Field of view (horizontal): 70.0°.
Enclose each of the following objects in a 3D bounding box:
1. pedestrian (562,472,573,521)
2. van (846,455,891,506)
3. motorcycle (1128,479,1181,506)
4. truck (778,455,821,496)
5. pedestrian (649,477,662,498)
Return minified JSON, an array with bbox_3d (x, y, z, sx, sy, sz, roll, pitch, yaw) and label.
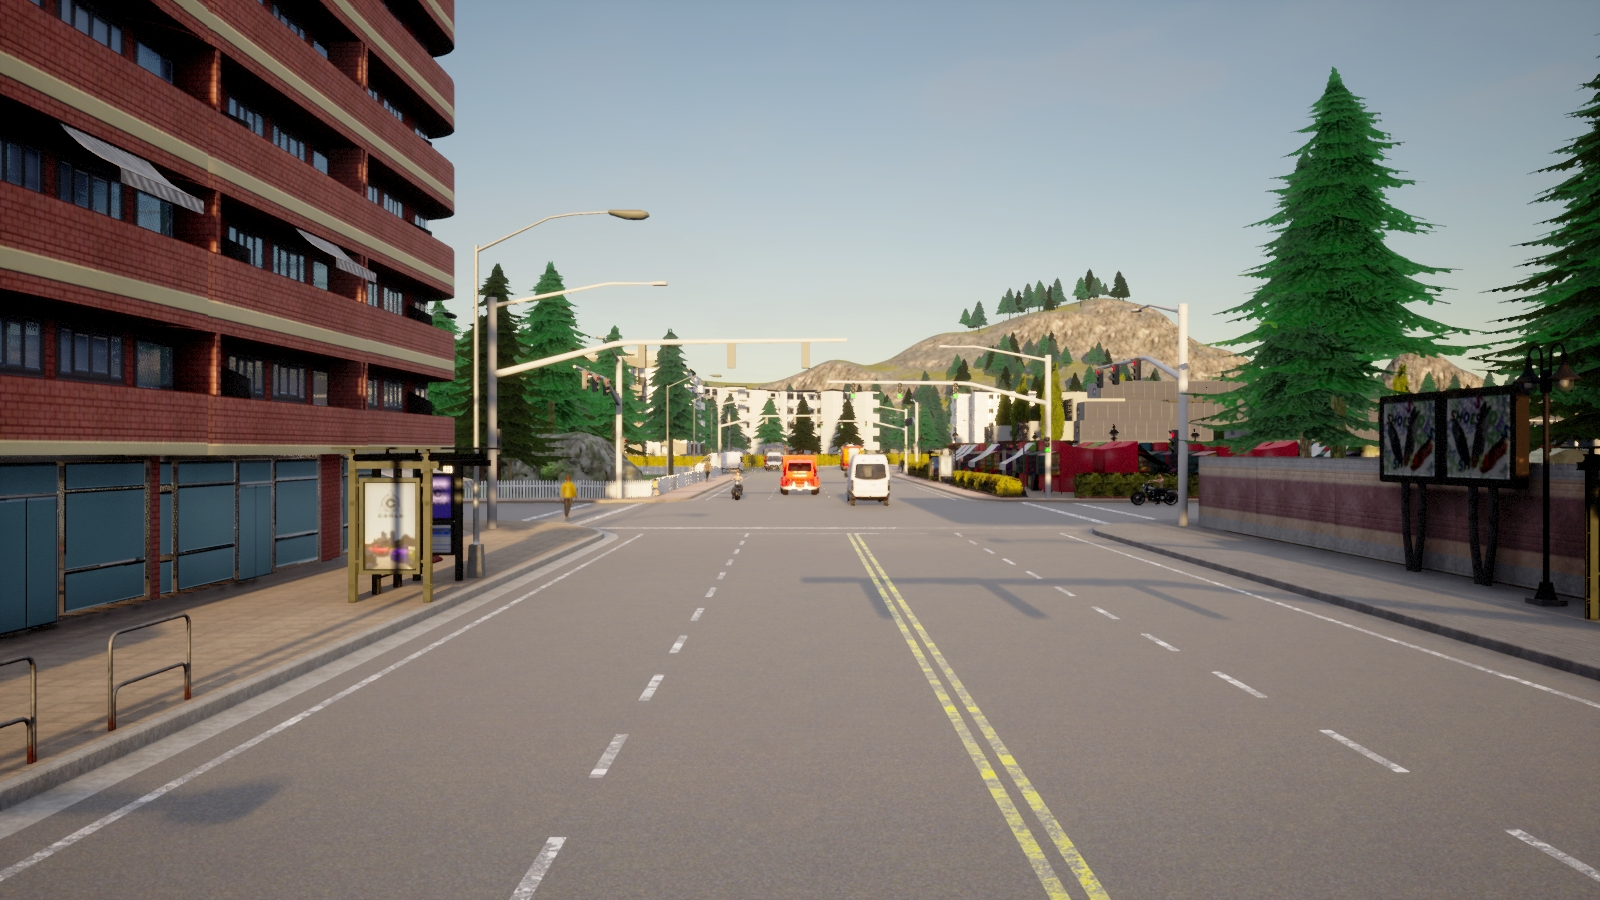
[{"bbox_3d":[-8.967,1.795,44.000,0.375,1.860,0.375,0,0,-7],"label":"pedestrian"},{"bbox_3d":[3.502,1.525,59.499,1.988,2.561,5.915,0,0,0],"label":"van"},{"bbox_3d":[17.582,2.102,56.689,2.356,1.307,0.764,0,0,0],"label":"motorcycle"},{"bbox_3d":[-0.006,1.572,72.542,2.627,2.467,5.204,0,0,0],"label":"truck"},{"bbox_3d":[-8.038,2.079,63.465,0.500,1.100,0.500,0,0,30],"label":"pedestrian"}]
